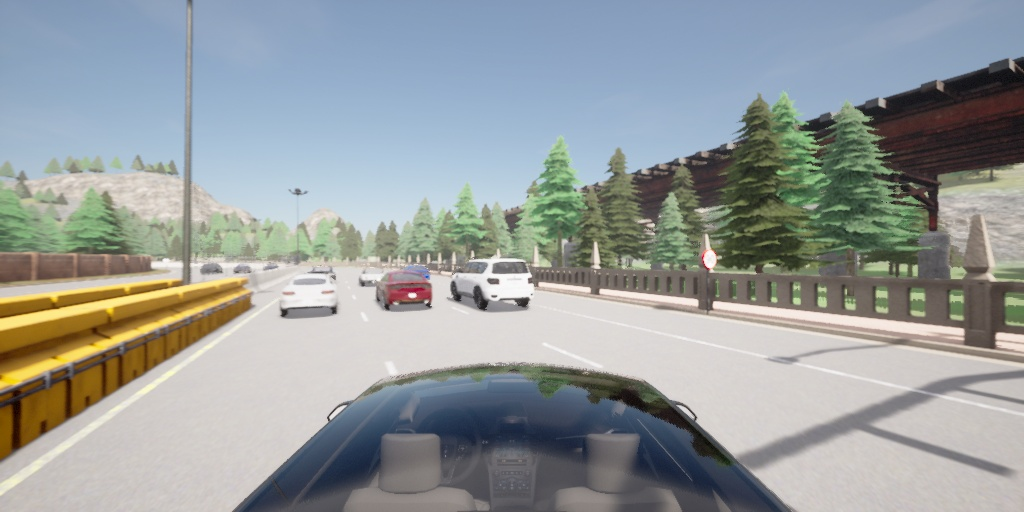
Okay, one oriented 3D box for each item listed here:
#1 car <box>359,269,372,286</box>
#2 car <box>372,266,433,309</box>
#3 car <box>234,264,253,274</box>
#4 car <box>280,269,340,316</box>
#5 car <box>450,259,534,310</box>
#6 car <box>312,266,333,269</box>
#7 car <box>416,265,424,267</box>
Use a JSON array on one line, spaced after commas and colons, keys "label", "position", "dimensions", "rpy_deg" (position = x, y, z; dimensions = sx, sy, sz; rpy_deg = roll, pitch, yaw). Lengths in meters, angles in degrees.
[{"label": "car", "position": [-11.141, 1.656, 28.642], "dimensions": [1.895, 1.301, 4.718], "rpy_deg": [0, -1, -26]}, {"label": "car", "position": [-4.930, 1.391, 16.093], "dimensions": [1.882, 1.535, 5.008], "rpy_deg": [0, 0, -26]}, {"label": "car", "position": [-38.914, 1.848, 52.010], "dimensions": [2.033, 1.411, 5.357], "rpy_deg": [0, -1, -31]}, {"label": "car", "position": [-7.918, 1.414, 14.231], "dimensions": [1.812, 1.442, 4.674], "rpy_deg": [0, -1, -26]}, {"label": "car", "position": [-1.071, 1.144, 16.151], "dimensions": [2.150, 2.045, 5.566], "rpy_deg": [0, 0, -26]}, {"label": "car", "position": [-14.388, 1.529, 27.321], "dimensions": [2.128, 1.511, 4.902], "rpy_deg": [0, -1, -26]}, {"label": "car", "position": [-8.433, 1.564, 31.087], "dimensions": [1.882, 1.535, 5.008], "rpy_deg": [0, 0, -26]}]
